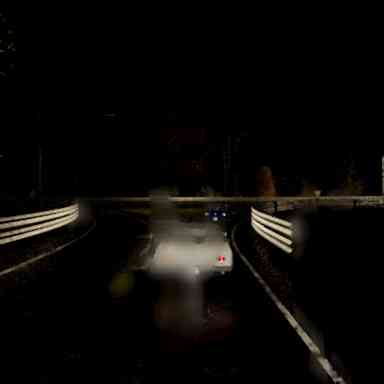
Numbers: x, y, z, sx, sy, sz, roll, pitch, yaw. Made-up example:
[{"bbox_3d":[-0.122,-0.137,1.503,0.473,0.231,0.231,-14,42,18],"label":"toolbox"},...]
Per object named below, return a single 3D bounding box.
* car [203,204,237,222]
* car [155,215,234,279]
[{"bbox_3d":[2.248,1.603,25.418,1.895,1.301,4.718,0,0,15],"label":"car"},{"bbox_3d":[0.125,1.601,10.067,1.895,1.301,4.718,0,0,2],"label":"car"}]
